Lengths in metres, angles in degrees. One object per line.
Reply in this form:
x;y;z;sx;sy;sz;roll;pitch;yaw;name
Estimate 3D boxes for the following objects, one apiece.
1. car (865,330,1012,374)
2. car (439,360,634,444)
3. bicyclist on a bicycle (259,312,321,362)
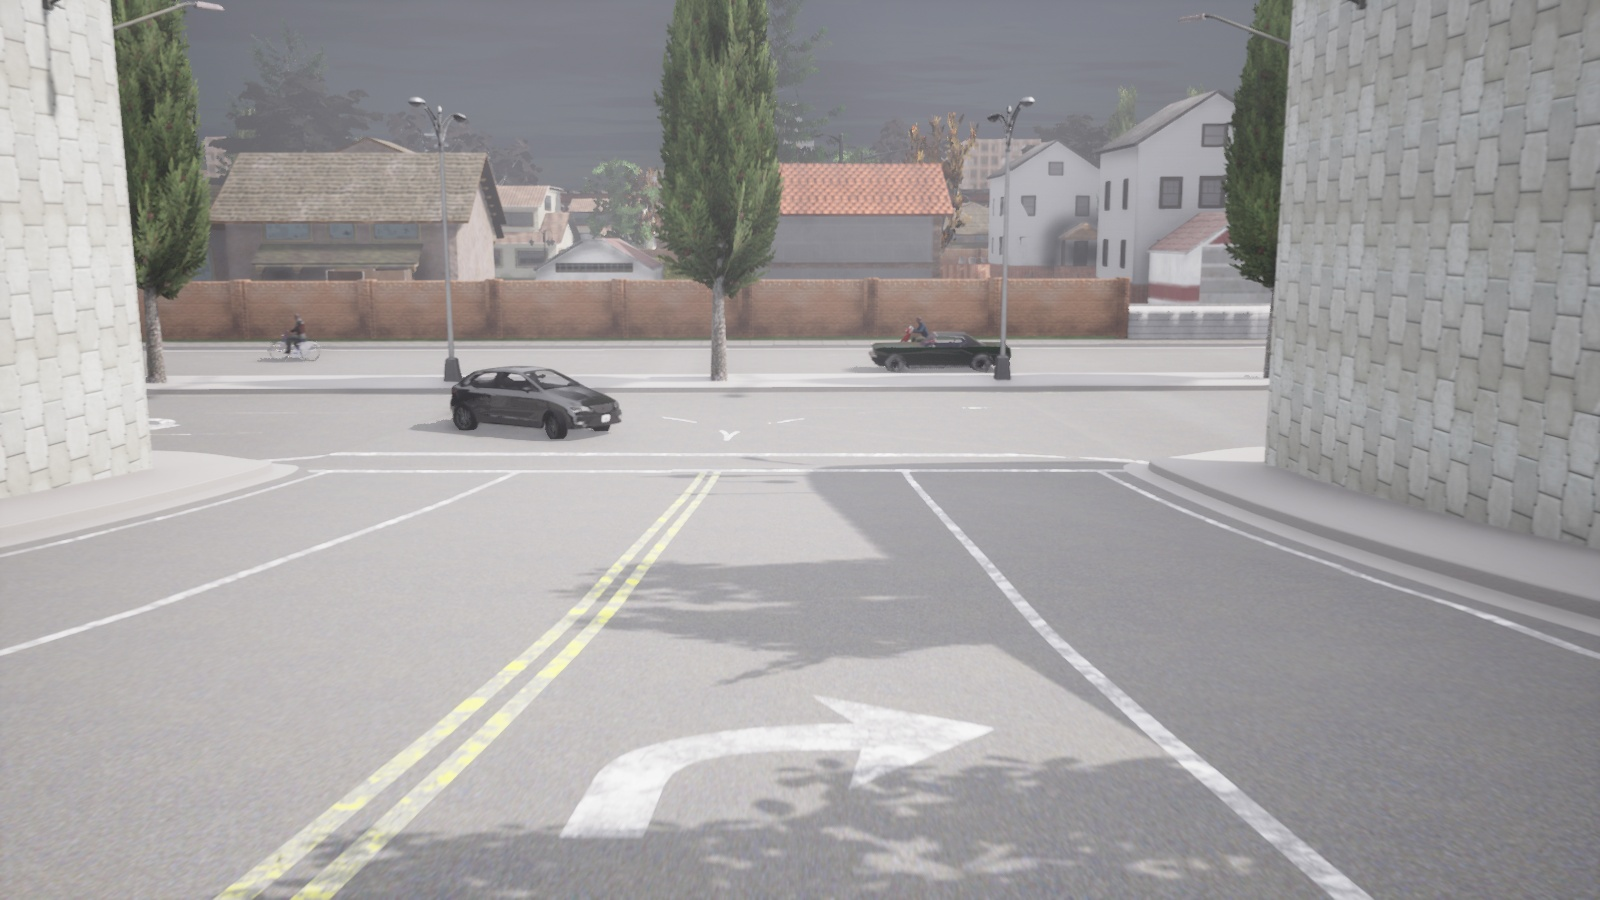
4.631;-3.346;42.520;4.718;1.301;1.895;0;10;-1;car
-6.013;-1.150;28.597;4.193;1.474;1.816;6;10;31;car
-18.510;-4.113;45.593;1.843;1.776;0.659;0;10;-1;bicyclist on a bicycle
